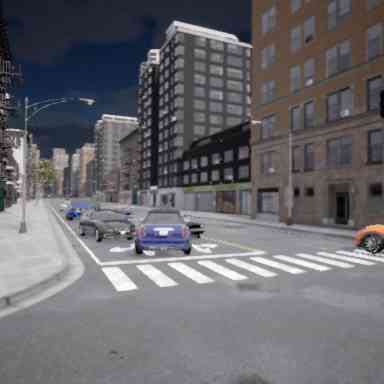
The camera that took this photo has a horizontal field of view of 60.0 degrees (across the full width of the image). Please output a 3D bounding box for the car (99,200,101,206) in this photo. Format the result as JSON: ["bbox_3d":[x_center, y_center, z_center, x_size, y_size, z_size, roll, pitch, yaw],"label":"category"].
[{"bbox_3d":[-14.967,1.792,49.256,2.150,2.045,5.566,1,-1,-24],"label":"car"}]

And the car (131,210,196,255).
[{"bbox_3d":[-1.168,1.520,14.182,2.097,1.767,4.553,1,-1,-4],"label":"car"}]

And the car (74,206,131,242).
[{"bbox_3d":[-4.524,1.682,17.535,1.837,1.490,4.892,1,-1,-33],"label":"car"}]

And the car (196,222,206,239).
[{"bbox_3d":[-1.104,1.849,18.765,1.895,1.301,4.718,3,-2,-28],"label":"car"}]

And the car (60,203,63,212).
[{"bbox_3d":[-17.498,2.036,46.928,1.812,1.442,4.674,1,-1,-24],"label":"car"}]

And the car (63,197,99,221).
[{"bbox_3d":[-10.415,1.558,31.048,2.150,2.045,5.566,1,-1,-24],"label":"car"}]

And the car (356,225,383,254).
[{"bbox_3d":[9.008,1.632,13.061,2.097,1.767,4.553,2,-2,-43],"label":"car"}]
